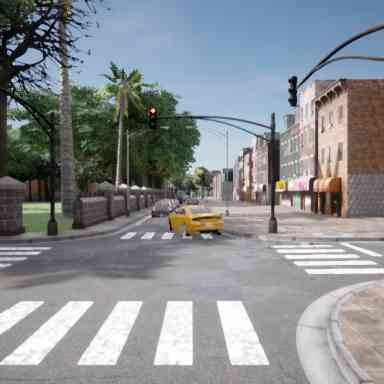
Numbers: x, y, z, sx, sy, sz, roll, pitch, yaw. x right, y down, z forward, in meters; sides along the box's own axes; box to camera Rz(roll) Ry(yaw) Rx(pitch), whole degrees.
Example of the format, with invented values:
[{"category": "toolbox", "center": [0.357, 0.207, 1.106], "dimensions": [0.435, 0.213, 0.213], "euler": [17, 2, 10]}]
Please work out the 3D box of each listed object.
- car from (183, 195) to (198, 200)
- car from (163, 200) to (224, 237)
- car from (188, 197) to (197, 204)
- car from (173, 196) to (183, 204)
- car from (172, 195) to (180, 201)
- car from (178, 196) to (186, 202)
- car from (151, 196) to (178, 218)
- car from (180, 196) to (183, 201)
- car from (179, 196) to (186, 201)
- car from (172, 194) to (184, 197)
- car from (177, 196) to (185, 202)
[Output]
[{"category": "car", "center": [0.128, 1.589, 52.594], "dimensions": [2.128, 1.511, 4.902], "euler": [0, 0, 0]}, {"category": "car", "center": [0.090, 1.485, 18.382], "dimensions": [1.882, 1.535, 5.008], "euler": [-2, 0, -18]}, {"category": "car", "center": [0.135, 1.773, 69.072], "dimensions": [1.895, 1.301, 4.718], "euler": [0, 0, 0]}, {"category": "car", "center": [-2.981, 1.687, 71.258], "dimensions": [1.837, 1.490, 4.892], "euler": [0, 0, 0]}, {"category": "car", "center": [-2.621, 1.484, 36.340], "dimensions": [1.967, 1.590, 4.097], "euler": [0, 0, 0]}, {"category": "car", "center": [-2.596, 1.827, 87.538], "dimensions": [2.008, 1.369, 4.403], "euler": [-1, 0, 0]}, {"category": "car", "center": [-2.625, 1.469, 30.652], "dimensions": [1.967, 1.590, 4.097], "euler": [0, 0, 0]}, {"category": "car", "center": [-2.616, 1.661, 47.718], "dimensions": [1.802, 1.307, 4.206], "euler": [0, 0, 0]}, {"category": "car", "center": [-2.592, 1.878, 93.227], "dimensions": [1.947, 1.339, 4.313], "euler": [-1, 0, 0]}, {"category": "car", "center": [-2.946, 1.377, 64.289], "dimensions": [2.150, 2.045, 5.566], "euler": [0, 0, 0]}, {"category": "car", "center": [-2.599, 1.787, 81.849], "dimensions": [1.887, 1.381, 4.507], "euler": [0, 0, 0]}]
